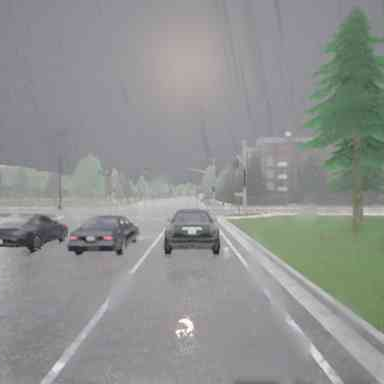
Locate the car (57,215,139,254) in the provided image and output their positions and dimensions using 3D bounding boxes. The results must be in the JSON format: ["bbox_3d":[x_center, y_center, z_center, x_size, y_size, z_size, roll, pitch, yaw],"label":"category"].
[{"bbox_3d":[-3.498,1.679,13.991,2.033,1.411,5.357,0,-1,0],"label":"car"}]

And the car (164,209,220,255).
[{"bbox_3d":[0.004,1.483,14.085,2.097,1.767,4.553,0,-1,0],"label":"car"}]

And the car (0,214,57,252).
[{"bbox_3d":[-6.995,1.661,14.374,1.812,1.442,4.674,0,0,0],"label":"car"}]
